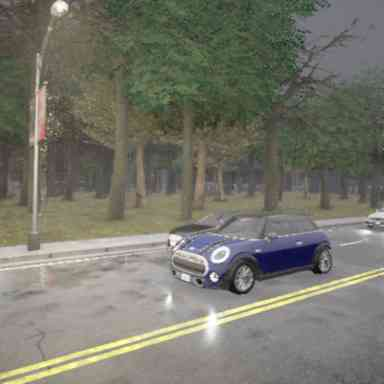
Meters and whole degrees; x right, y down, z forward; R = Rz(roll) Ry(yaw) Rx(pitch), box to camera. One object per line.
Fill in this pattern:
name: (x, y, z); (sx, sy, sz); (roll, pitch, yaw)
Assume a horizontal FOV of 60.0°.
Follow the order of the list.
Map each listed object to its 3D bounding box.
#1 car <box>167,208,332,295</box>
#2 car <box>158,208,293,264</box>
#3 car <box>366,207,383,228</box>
car: (1.680, 1.347, 8.872); (4.553, 1.767, 2.097); (0, 0, -35)
car: (1.378, 1.486, 12.643); (4.902, 1.511, 2.128); (0, 0, -35)
car: (12.725, 1.516, 20.718); (4.674, 1.442, 1.812); (0, 0, -35)
